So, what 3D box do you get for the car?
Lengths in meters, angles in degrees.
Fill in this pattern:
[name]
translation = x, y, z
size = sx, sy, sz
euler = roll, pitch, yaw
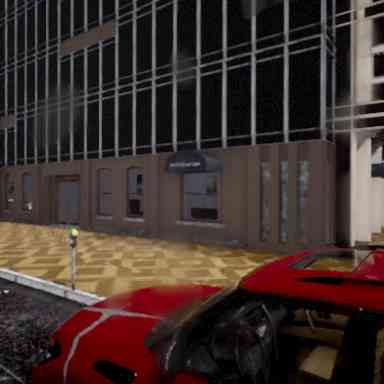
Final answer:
[car]
translation = 1.076, 1.313, 2.112
size = 5.009, 1.841, 2.192
euler = 1, 0, 35
